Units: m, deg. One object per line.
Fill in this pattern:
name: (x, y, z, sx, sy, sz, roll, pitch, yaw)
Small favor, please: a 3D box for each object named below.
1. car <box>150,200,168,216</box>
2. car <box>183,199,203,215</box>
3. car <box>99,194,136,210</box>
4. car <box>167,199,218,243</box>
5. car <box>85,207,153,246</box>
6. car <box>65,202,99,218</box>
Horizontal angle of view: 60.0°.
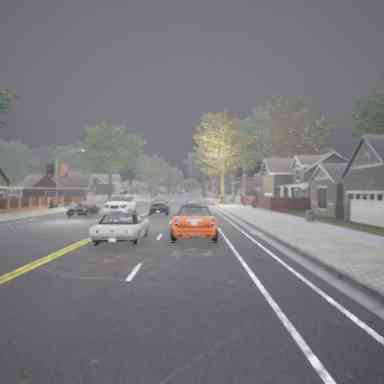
car: (-3.138, 1.527, 33.152, 1.837, 1.490, 4.892, 0, 0, 0)
car: (0.111, 1.502, 34.651, 1.882, 1.535, 5.008, 0, 0, 0)
car: (-6.587, 1.243, 30.870, 2.150, 2.045, 5.566, 0, 0, 0)
car: (0.105, 1.359, 16.344, 2.097, 1.767, 4.553, 0, 0, 0)
car: (-3.145, 1.606, 15.364, 1.895, 1.301, 4.718, 0, 0, 0)
car: (-9.837, 1.619, 30.304, 1.895, 1.301, 4.718, 0, 0, 0)
